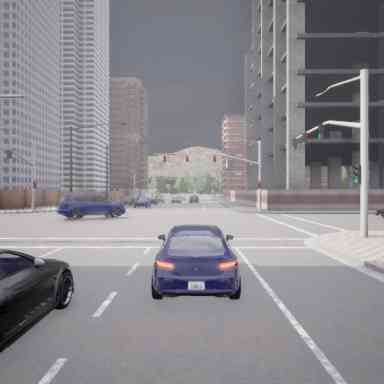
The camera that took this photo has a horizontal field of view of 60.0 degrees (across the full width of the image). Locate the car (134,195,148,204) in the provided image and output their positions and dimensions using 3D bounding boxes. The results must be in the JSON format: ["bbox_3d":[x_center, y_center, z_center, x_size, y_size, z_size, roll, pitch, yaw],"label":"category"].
[{"bbox_3d":[-10.205,1.478,66.569,1.882,1.535,5.008,0,0,2],"label":"car"}]

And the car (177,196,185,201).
[{"bbox_3d":[-2.833,1.595,85.903,1.895,1.301,4.718,0,0,1],"label":"car"}]

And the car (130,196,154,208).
[{"bbox_3d":[-7.104,1.478,48.046,1.882,1.535,5.008,0,0,1],"label":"car"}]

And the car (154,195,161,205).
[{"bbox_3d":[-6.928,1.601,57.389,1.895,1.301,4.718,0,0,1],"label":"car"}]

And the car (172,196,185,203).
[{"bbox_3d":[-3.053,1.601,68.308,1.895,1.301,4.718,0,0,1],"label":"car"}]

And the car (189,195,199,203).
[{"bbox_3d":[0.474,1.491,69.756,2.128,1.511,4.902,0,0,1],"label":"car"}]

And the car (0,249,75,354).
[{"bbox_3d":[-3.429,1.564,5.214,1.994,1.385,4.181,0,0,1],"label":"car"}]

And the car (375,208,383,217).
[{"bbox_3d":[18.339,1.547,27.732,5.357,1.411,2.033,0,0,1],"label":"car"}]

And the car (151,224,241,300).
[{"bbox_3d":[0.093,1.526,8.296,1.812,1.442,4.674,0,0,0],"label":"car"}]

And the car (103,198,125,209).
[{"bbox_3d":[-10.643,1.564,45.545,1.994,1.385,4.181,0,0,1],"label":"car"}]

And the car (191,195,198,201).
[{"bbox_3d":[0.670,1.524,85.990,1.812,1.442,4.674,0,0,1],"label":"car"}]

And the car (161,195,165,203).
[{"bbox_3d":[-6.680,1.352,67.618,2.097,1.767,4.553,0,0,1],"label":"car"}]

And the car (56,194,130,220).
[{"bbox_3d":[-8.472,1.222,28.086,5.566,2.045,2.150,0,1,-38],"label":"car"}]
